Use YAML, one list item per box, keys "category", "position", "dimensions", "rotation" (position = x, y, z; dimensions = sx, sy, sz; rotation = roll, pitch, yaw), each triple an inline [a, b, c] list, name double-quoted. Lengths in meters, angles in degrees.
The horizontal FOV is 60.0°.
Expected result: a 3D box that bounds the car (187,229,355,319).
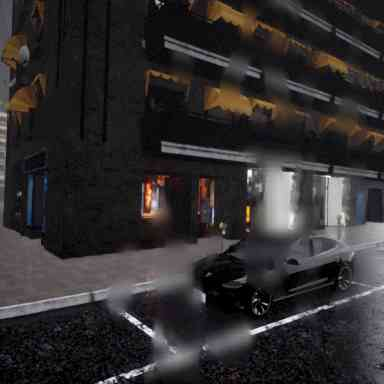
- category: "car"
  position: [1.934, 1.570, 7.448]
  dimensions: [4.313, 1.339, 1.947]
  rotation: [0, 2, -35]
